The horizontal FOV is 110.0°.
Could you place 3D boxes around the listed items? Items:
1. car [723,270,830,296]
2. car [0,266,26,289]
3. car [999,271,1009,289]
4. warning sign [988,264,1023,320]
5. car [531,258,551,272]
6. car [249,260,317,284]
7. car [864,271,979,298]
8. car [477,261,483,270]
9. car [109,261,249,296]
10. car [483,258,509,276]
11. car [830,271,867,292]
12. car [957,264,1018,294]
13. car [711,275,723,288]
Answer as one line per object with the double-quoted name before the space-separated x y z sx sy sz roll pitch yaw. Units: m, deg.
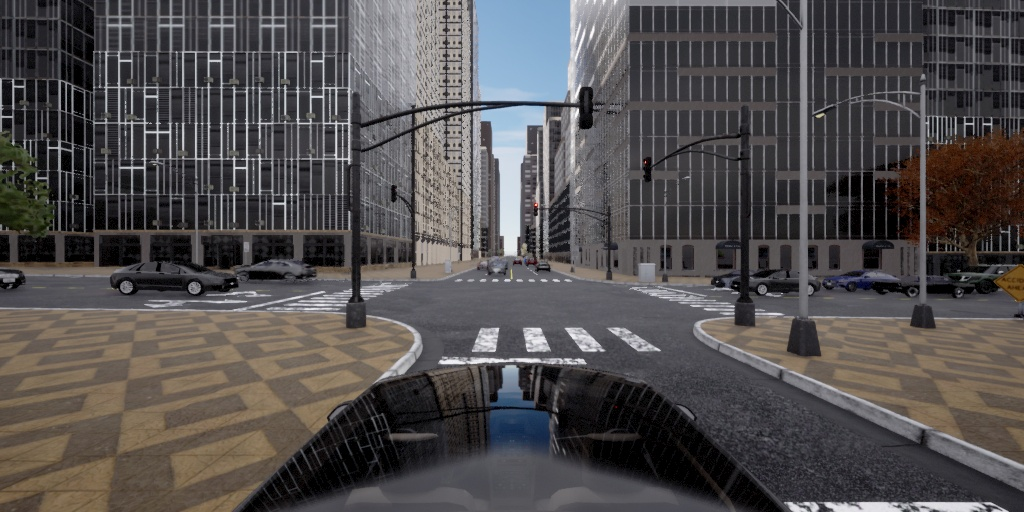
"car" 15.789 1.564 21.579 4.892 1.490 1.837 1 0 -4
"car" -25.296 0.802 16.194 4.902 1.511 2.128 1 0 -3
"car" 34.124 1.914 22.418 4.674 1.442 1.812 1 0 -2
"warning sign" 17.270 1.204 12.178 1.060 1.860 1.300 0 0 -3
"car" 3.907 1.329 45.974 1.948 1.339 4.313 0 0 0
"car" -15.374 0.982 23.323 4.902 1.511 2.128 1 0 -2
"car" 25.033 1.826 22.004 4.718 1.301 1.895 1 0 -2
"car" -4.048 1.342 51.463 1.802 1.307 4.207 0 0 0
"car" -15.512 0.995 16.649 4.892 1.490 1.837 1 0 -3
"car" -1.517 1.256 37.333 2.128 1.511 4.902 0 0 0
"car" 24.561 1.741 25.232 4.674 1.442 1.812 1 0 -3
"car" 34.189 1.610 25.680 5.566 2.045 2.150 1 0 -3
"car" 16.160 1.629 24.839 4.181 1.385 1.994 1 0 -3
